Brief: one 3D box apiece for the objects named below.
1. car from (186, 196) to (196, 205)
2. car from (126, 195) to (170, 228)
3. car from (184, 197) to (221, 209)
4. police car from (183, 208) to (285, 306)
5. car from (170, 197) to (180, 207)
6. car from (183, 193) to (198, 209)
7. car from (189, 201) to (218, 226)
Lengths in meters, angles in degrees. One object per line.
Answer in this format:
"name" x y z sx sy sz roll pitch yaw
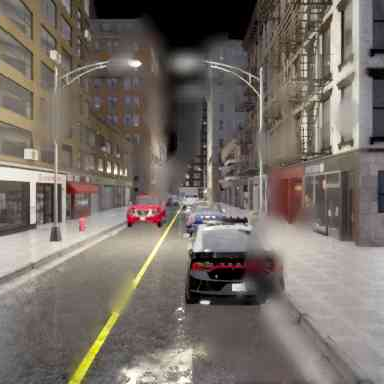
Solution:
"car" -0.193 1.517 60.745 1.812 1.442 4.674 0 0 0
"car" -2.920 1.216 22.455 2.150 2.045 5.566 0 0 0
"car" 0.767 1.347 18.121 2.097 1.767 4.553 0 0 0
"police car" 0.799 1.424 8.260 1.930 1.638 5.238 0 0 0
"car" -2.912 1.495 51.070 1.837 1.490 4.892 0 0 0
"car" -0.110 1.212 45.946 2.150 2.045 5.566 0 0 0
"car" 0.749 1.472 24.150 1.882 1.535 5.008 0 0 0
